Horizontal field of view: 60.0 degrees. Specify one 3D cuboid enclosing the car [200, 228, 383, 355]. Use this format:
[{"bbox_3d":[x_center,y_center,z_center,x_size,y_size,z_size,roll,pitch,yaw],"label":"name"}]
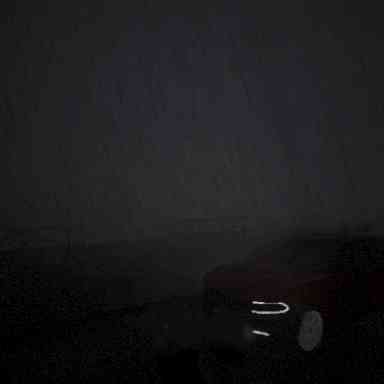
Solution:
[{"bbox_3d":[2.438,1.490,6.268,5.008,1.535,1.882,0,0,-35],"label":"car"}]
